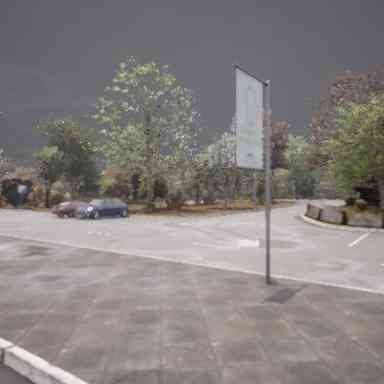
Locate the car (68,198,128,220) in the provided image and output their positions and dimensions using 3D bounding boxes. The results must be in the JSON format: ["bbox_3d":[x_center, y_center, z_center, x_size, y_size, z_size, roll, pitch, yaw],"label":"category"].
[{"bbox_3d":[-7.561,1.328,27.995,2.185,1.767,4.553,0,0,35],"label":"car"}]

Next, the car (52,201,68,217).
[{"bbox_3d":[-10.183,1.496,29.778,2.002,1.452,4.674,0,0,35],"label":"car"}]
